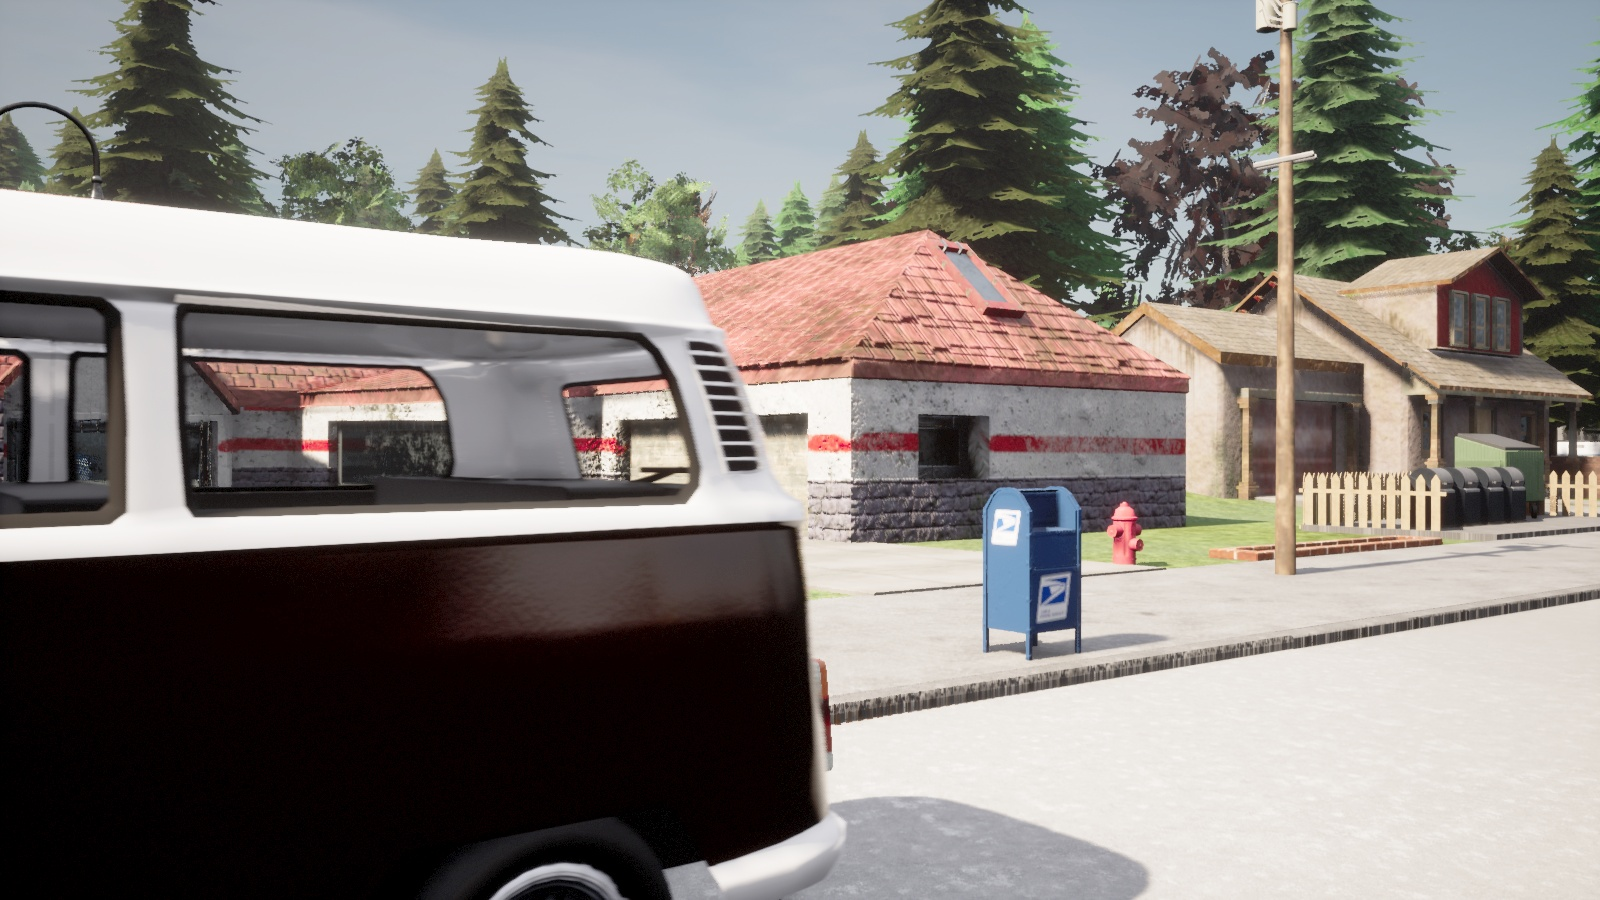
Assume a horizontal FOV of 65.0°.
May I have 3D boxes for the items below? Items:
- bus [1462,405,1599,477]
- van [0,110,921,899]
[{"bbox_3d":[47.382,-0.541,78.075,3.944,4.253,10.273,0,0,-37],"label":"bus"},{"bbox_3d":[-2.107,0.479,2.669,4.480,2.038,2.069,0,0,-37],"label":"van"}]
